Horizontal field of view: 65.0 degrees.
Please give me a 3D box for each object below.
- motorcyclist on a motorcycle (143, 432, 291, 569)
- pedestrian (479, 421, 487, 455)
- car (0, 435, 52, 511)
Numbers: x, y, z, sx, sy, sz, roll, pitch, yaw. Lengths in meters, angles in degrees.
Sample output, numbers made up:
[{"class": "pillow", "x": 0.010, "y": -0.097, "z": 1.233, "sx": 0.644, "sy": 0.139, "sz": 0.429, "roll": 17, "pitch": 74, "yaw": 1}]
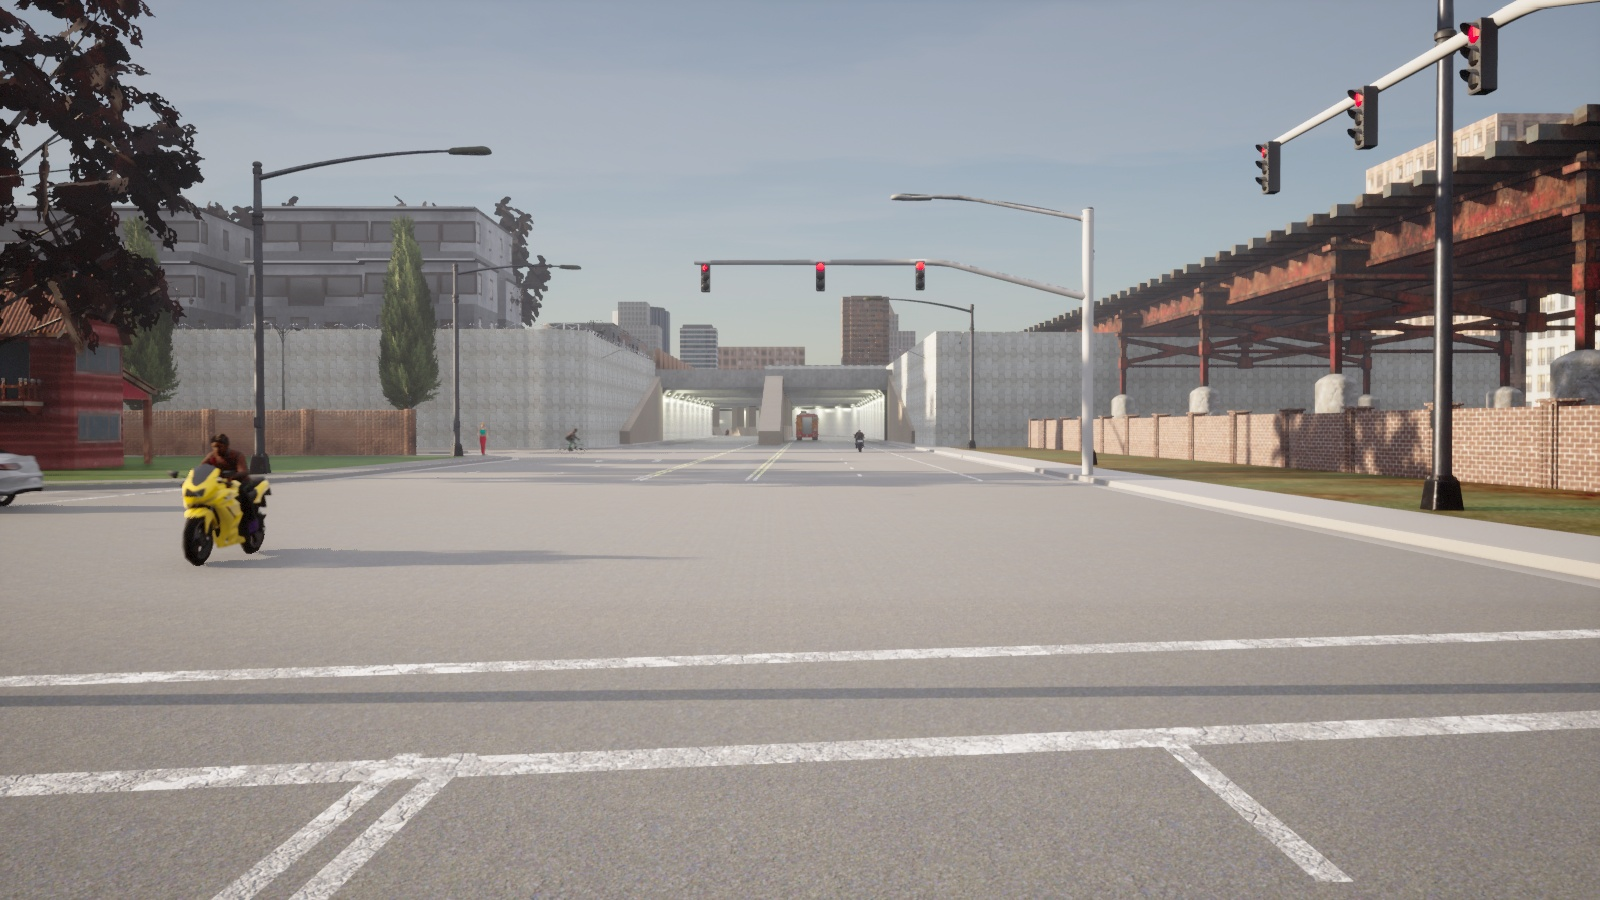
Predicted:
[{"class": "motorcyclist on a motorcycle", "x": -6.900, "y": 0.552, "z": 14.996, "sx": 0.797, "sy": 1.523, "sz": 2.044, "roll": 0, "pitch": 1, "yaw": 0}, {"class": "pedestrian", "x": -17.138, "y": -0.641, "z": 67.849, "sx": 0.345, "sy": 1.836, "sz": 0.594, "roll": 0, "pitch": 1, "yaw": -7}, {"class": "car", "x": -17.507, "y": 0.445, "z": 24.486, "sx": 4.674, "sy": 1.442, "sz": 1.812, "roll": 0, "pitch": 1, "yaw": -10}]
